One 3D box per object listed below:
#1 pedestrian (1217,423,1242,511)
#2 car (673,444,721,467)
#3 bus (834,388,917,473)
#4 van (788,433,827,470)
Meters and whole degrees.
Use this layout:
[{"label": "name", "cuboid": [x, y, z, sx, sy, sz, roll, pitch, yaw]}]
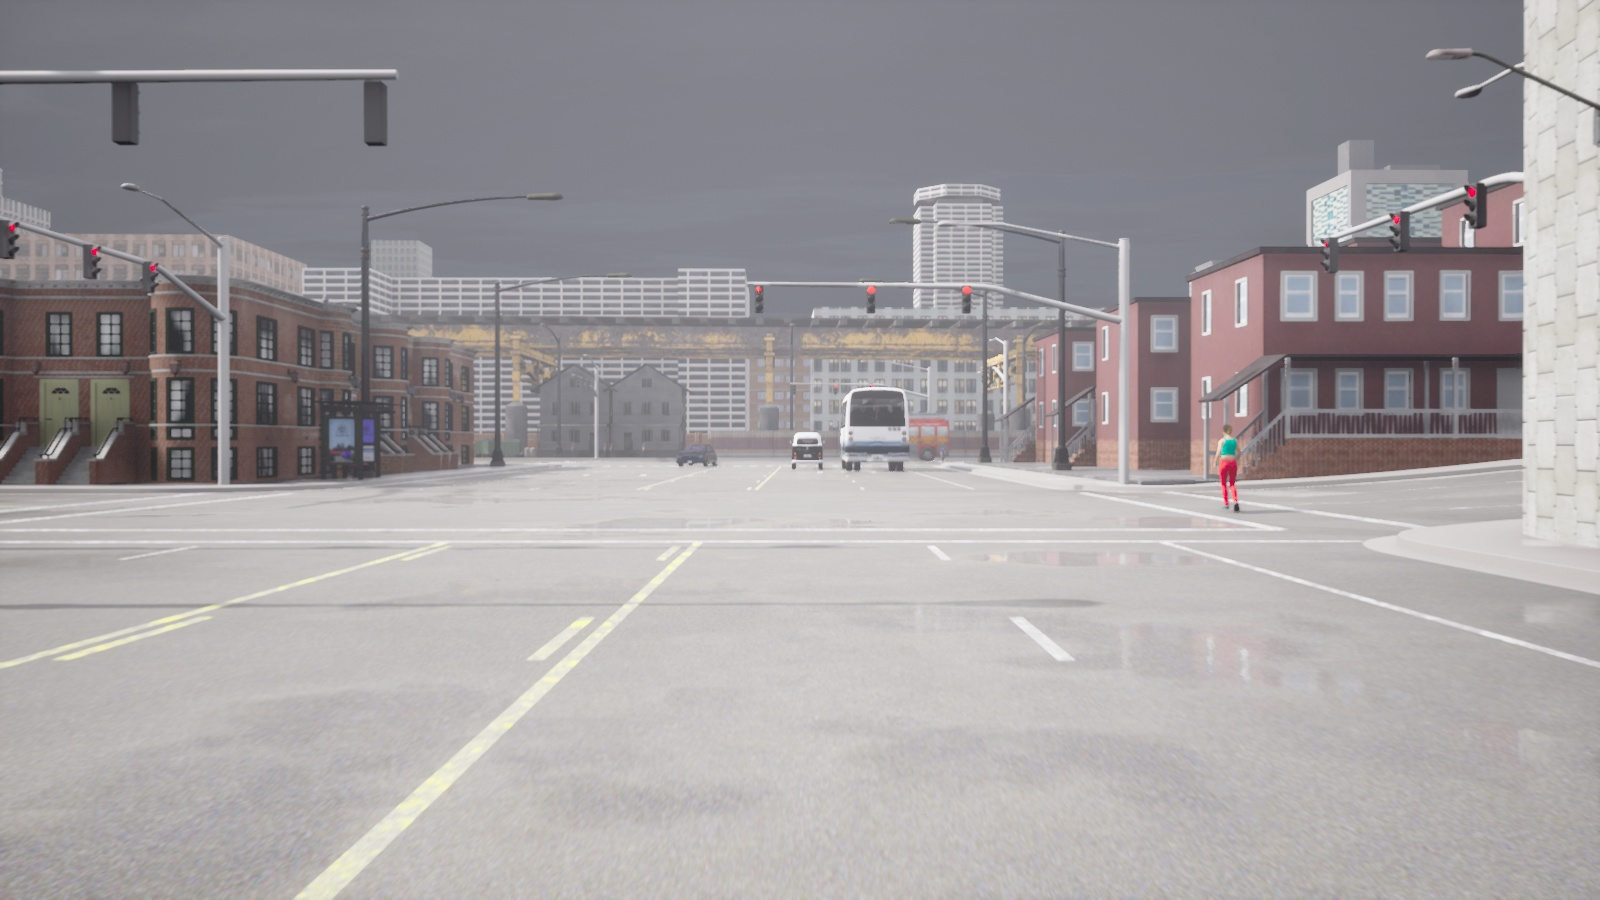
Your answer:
[{"label": "pedestrian", "cuboid": [9.077, 0.350, 26.545, 0.345, 1.836, 0.594, 0, 0, 1]}, {"label": "car", "cuboid": [-6.417, 0.336, 78.809, 2.033, 1.411, 5.357, 0, 0, 6]}, {"label": "bus", "cuboid": [3.902, -1.016, 67.859, 3.944, 4.253, 10.273, 0, 0, 0]}, {"label": "van", "cuboid": [0.415, 0.067, 70.217, 2.069, 2.038, 4.480, 0, 0, 0]}]
